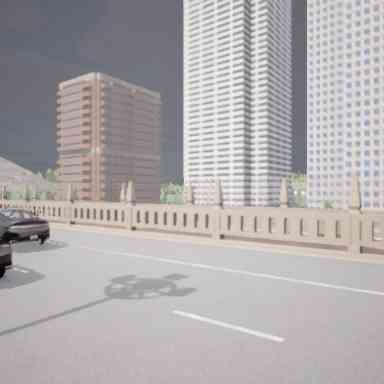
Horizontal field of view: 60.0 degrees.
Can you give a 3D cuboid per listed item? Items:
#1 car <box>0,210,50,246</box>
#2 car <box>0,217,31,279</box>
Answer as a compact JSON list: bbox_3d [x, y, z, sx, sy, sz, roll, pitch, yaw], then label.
[{"bbox_3d":[-7.937,1.492,13.956,4.902,1.511,2.128,0,0,36],"label":"car"},{"bbox_3d":[-6.614,1.492,8.710,4.902,1.511,2.128,0,0,36],"label":"car"}]
